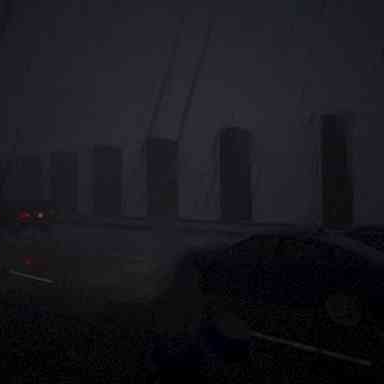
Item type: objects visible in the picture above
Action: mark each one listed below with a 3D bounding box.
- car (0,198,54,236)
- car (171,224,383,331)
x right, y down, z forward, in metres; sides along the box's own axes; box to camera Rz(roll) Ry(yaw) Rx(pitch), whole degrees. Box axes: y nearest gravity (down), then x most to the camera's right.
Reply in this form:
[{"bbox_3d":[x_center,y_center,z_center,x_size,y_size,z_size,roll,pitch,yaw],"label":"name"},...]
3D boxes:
[{"bbox_3d":[-10.554,1.396,19.774,5.566,2.045,2.150,-1,0,34],"label":"car"},{"bbox_3d":[1.829,1.500,6.978,5.008,1.535,1.882,-1,0,35],"label":"car"}]
